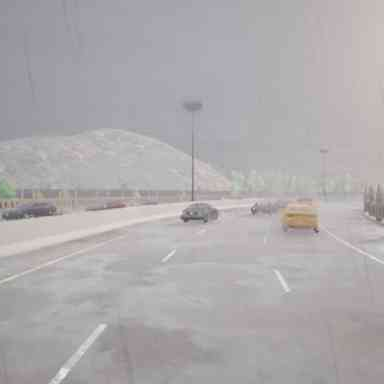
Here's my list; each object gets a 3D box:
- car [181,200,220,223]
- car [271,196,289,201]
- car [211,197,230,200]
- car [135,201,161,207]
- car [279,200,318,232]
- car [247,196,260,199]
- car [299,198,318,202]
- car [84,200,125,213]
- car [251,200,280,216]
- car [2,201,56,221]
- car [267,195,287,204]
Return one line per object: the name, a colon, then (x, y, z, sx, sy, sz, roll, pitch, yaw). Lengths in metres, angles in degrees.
car: (0.738, 1.578, 25.729, 2.033, 1.411, 5.357, 0, 0, 17)
car: (11.914, 1.616, 42.772, 1.994, 1.385, 4.181, 0, 0, 29)
car: (5.410, 1.625, 64.938, 2.033, 1.411, 5.357, 0, 0, 38)
car: (-4.311, 1.603, 33.044, 1.994, 1.385, 4.181, 0, 0, 21)
car: (6.541, 1.503, 20.450, 1.882, 1.535, 5.008, 0, 0, 14)
car: (12.382, 1.601, 67.741, 1.812, 1.442, 4.674, 0, 0, 41)
car: (12.633, 1.397, 36.612, 2.097, 1.767, 4.553, 0, 0, 25)
car: (-8.331, 1.515, 32.164, 1.882, 1.535, 5.008, 0, 0, 19)
car: (7.345, 1.641, 33.517, 1.895, 1.301, 4.718, 0, 0, 23)
car: (-13.389, 1.537, 27.624, 1.837, 1.490, 4.892, 0, 0, 16)
car: (17.373, 1.415, 68.021, 2.097, 1.767, 4.553, 0, 0, 41)
